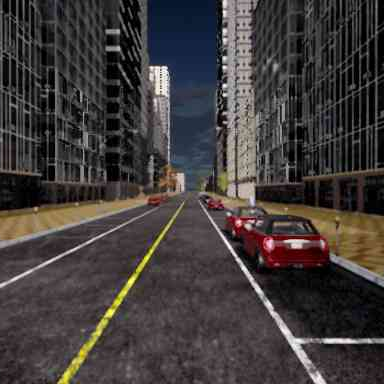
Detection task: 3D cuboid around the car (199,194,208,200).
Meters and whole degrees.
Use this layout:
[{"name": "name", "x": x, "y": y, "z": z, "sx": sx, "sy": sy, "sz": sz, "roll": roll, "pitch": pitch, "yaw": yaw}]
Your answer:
[{"name": "car", "x": 2.678, "y": 1.160, "z": 78.780, "sx": 1.947, "sy": 1.339, "sz": 4.313, "roll": 0, "pitch": 0, "yaw": 0}]

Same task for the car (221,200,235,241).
[{"name": "car", "x": 2.688, "y": 1.368, "z": 16.165, "sx": 1.967, "sy": 1.590, "sz": 4.097, "roll": 0, "pitch": 0, "yaw": 0}]

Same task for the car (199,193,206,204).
[{"name": "car", "x": 2.682, "y": 1.293, "z": 56.012, "sx": 1.947, "sy": 1.339, "sz": 4.313, "roll": 0, "pitch": 0, "yaw": 0}]

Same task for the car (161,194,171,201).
[{"name": "car", "x": -5.702, "y": 1.194, "z": 73.095, "sx": 1.947, "sy": 1.339, "sz": 4.313, "roll": 0, "pitch": 0, "yaw": 0}]

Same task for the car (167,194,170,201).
[{"name": "car", "x": -5.701, "y": 1.206, "z": 67.403, "sx": 1.887, "sy": 1.381, "sz": 4.507, "roll": 0, "pitch": 0, "yaw": 0}]

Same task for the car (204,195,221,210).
[{"name": "car", "x": 2.685, "y": 1.364, "z": 38.935, "sx": 1.887, "sy": 1.381, "sz": 4.507, "roll": 0, "pitch": 0, "yaw": 0}]

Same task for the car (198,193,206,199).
[{"name": "car", "x": 2.676, "y": 0.963, "z": 90.164, "sx": 1.967, "sy": 1.590, "sz": 4.097, "roll": 0, "pitch": 0, "yaw": 0}]

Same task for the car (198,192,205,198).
[{"name": "car", "x": 2.680, "y": 1.228, "z": 67.396, "sx": 1.947, "sy": 1.339, "sz": 4.313, "roll": 0, "pitch": 0, "yaw": 0}]

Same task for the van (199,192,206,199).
[{"name": "van", "x": 2.677, "y": 0.900, "z": 84.473, "sx": 1.690, "sy": 1.788, "sz": 3.998, "roll": 0, "pitch": 0, "yaw": 0}]

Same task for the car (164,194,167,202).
[{"name": "car", "x": -5.699, "y": 1.309, "z": 56.018, "sx": 1.802, "sy": 1.307, "sz": 4.206, "roll": 0, "pitch": 0, "yaw": 0}]

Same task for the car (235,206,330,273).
[{"name": "car", "x": 2.689, "y": 1.394, "z": 10.473, "sx": 1.967, "sy": 1.590, "sz": 4.097, "roll": 0, "pitch": 0, "yaw": 0}]

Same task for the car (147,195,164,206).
[{"name": "car", "x": -5.698, "y": 1.303, "z": 50.325, "sx": 1.887, "sy": 1.381, "sz": 4.507, "roll": 0, "pitch": 0, "yaw": 0}]
